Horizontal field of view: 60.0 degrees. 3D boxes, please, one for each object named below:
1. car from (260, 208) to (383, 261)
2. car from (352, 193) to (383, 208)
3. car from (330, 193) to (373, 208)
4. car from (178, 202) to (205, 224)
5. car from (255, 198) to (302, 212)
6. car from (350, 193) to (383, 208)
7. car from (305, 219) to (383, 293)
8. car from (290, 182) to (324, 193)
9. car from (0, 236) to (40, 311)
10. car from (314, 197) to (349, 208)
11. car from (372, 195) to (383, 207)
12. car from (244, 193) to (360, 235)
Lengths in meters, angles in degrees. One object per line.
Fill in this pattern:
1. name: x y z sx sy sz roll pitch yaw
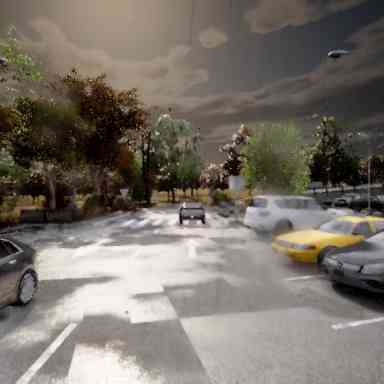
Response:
1. car: 5.194 1.480 10.972 5.366 1.575 1.946 1 0 -20
2. car: 18.339 1.244 33.063 2.435 2.045 5.566 0 1 -21
3. car: 23.953 1.252 50.208 2.435 2.045 5.566 0 -1 -21
4. car: -0.016 1.490 24.950 2.128 1.511 4.902 0 0 -1
5. car: 9.974 1.484 38.523 5.008 1.535 1.882 0 -1 -8
6. car: 27.014 1.253 50.246 2.435 2.045 5.566 1 -1 -22
7. car: 5.377 1.526 8.030 4.674 1.452 2.002 1 0 -20
8. car: 19.728 -0.585 57.138 5.566 2.045 2.150 -5 0 -1
9. car: -4.144 1.505 5.177 1.837 1.490 4.892 0 0 0
10. car: 20.930 1.532 50.124 2.163 1.488 4.792 0 -1 -21
11. car: 30.009 1.381 50.376 2.185 1.767 4.553 1 -1 -22
12. car: 5.380 1.235 17.065 5.566 2.045 2.435 1 0 -20
